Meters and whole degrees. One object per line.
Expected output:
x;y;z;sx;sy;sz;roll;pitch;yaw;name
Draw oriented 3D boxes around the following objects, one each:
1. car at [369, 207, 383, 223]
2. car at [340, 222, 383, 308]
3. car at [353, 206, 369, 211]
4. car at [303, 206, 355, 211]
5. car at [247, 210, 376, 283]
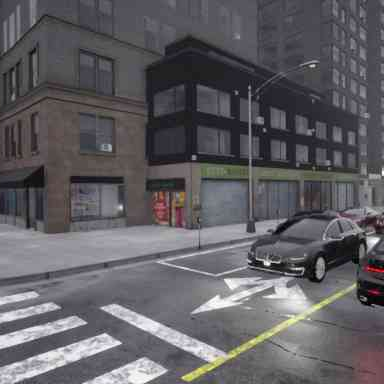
11.049;1.428;17.173;4.674;1.442;1.812;0;0;-44;car
5.037;1.473;6.921;4.892;1.490;1.837;-1;0;-44;car
9.630;1.488;19.387;4.206;1.307;1.802;-1;0;-44;car
5.591;1.509;15.418;4.313;1.339;1.947;-1;0;-44;car
3.560;1.476;9.818;4.892;1.490;1.837;-1;0;-45;car
